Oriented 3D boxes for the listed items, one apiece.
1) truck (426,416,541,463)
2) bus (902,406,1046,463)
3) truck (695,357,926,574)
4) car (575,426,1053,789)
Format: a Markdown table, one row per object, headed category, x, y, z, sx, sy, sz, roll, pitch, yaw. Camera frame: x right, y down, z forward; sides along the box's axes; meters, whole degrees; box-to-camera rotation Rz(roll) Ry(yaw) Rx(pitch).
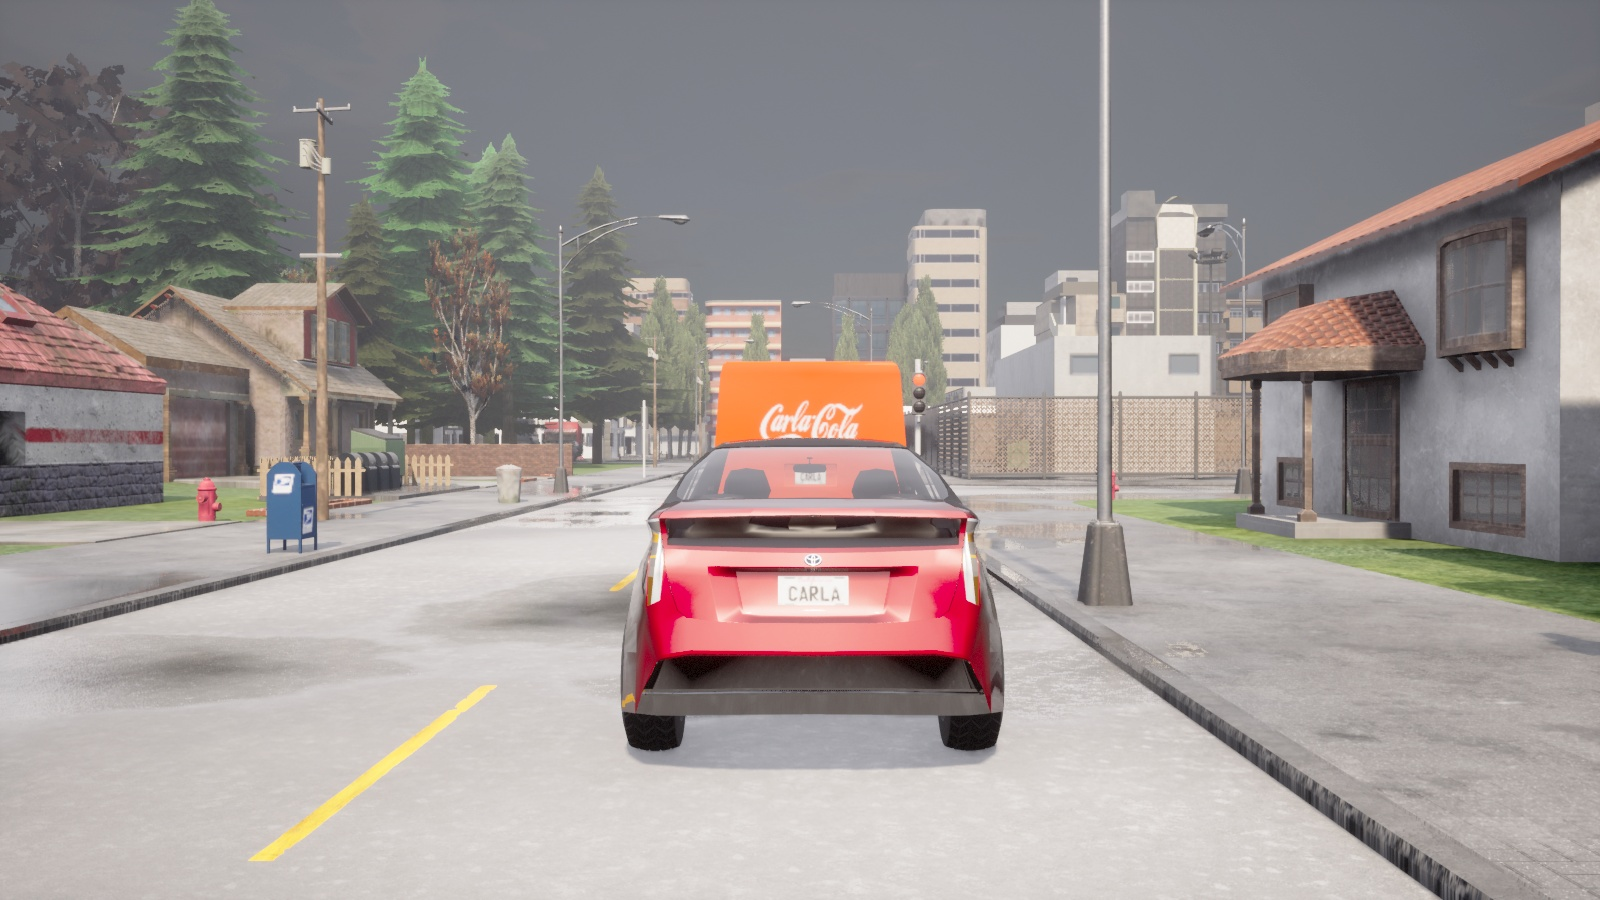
| category | x | y | z | sx | sy | sz | roll | pitch | yaw |
| --- | --- | --- | --- | --- | --- | --- | --- | --- | --- |
| truck | -23.756 | -0.788 | 94.488 | 7.936 | 3.462 | 2.891 | 0 | 0 | 2 |
| bus | 12.958 | -1.152 | 94.425 | 10.273 | 4.253 | 3.944 | 0 | 0 | 0 |
| truck | 0.118 | 0.164 | 16.898 | 2.627 | 2.467 | 5.204 | 0 | 0 | 0 |
| car | 0.061 | 0.651 | 7.533 | 2.007 | 1.525 | 4.514 | 0 | 0 | 0 |
